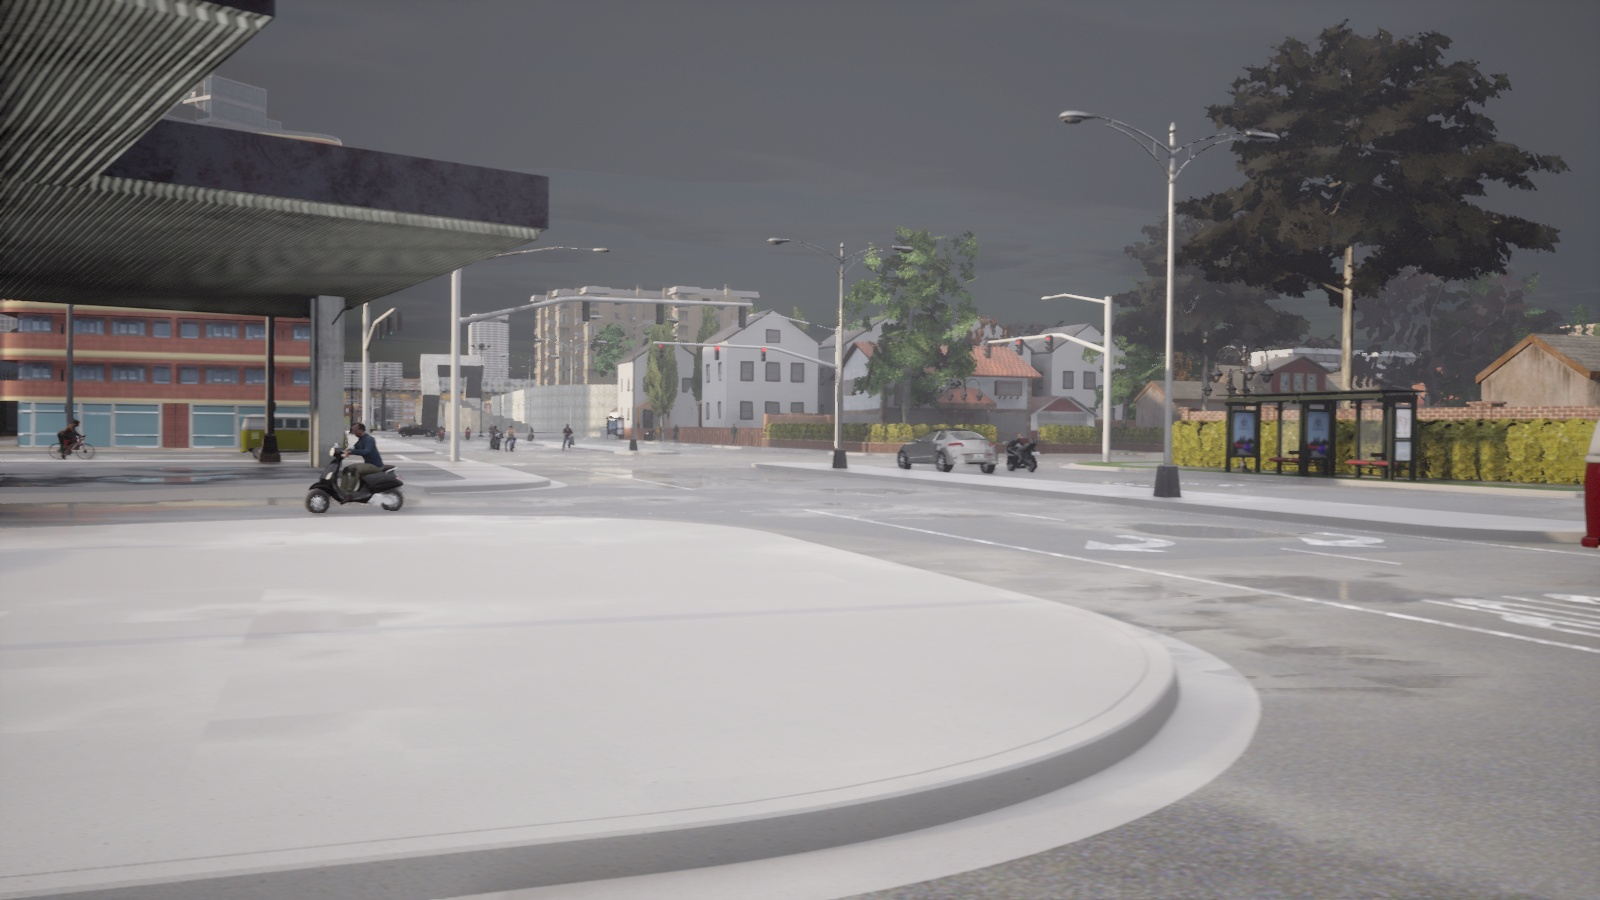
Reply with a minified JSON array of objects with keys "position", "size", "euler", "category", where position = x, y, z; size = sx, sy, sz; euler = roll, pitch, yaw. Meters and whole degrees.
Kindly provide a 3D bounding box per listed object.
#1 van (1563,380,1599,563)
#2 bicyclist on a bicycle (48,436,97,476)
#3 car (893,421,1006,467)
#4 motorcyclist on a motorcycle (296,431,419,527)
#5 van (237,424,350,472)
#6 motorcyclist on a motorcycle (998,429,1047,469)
[{"position":[10.177,0.241,12.325],"size":[1.775,1.987,4.442],"euler":[-1,1,-21],"category":"van"},{"position":[-29.746,0.239,51.353],"size":[1.656,1.620,0.582],"euler":[-1,1,-22],"category":"bicyclist on a bicycle"},{"position":[5.549,-0.251,47.320],"size":[2.152,1.651,5.027],"euler":[-1,1,-21],"category":"car"},{"position":[-7.729,0.479,21.970],"size":[1.817,1.590,0.866],"euler":[-1,1,-40],"category":"motorcyclist on a motorcycle"},{"position":[-21.918,-0.095,54.414],"size":[4.442,1.987,1.775],"euler":[-1,1,-22],"category":"van"},{"position":[8.659,-0.056,49.004],"size":[0.866,1.530,2.191],"euler":[-1,1,-21],"category":"motorcyclist on a motorcycle"}]
